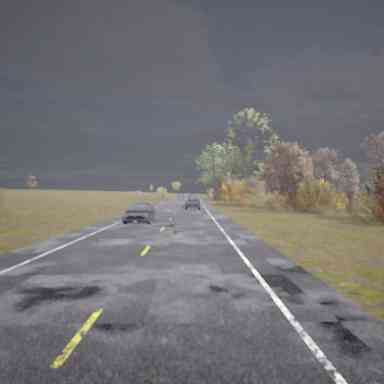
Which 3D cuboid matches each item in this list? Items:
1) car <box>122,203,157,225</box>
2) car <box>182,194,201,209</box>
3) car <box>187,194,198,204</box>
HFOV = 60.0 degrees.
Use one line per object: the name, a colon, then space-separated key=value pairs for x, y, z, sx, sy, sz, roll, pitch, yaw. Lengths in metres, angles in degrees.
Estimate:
car: x=-3.602 y=1.489 z=23.675 sx=2.033 sy=1.411 sz=5.357 roll=0 pitch=0 yaw=0
car: x=0.098 y=1.388 z=42.839 sx=2.128 sy=1.511 sz=4.902 roll=0 pitch=0 yaw=0
car: x=0.097 y=1.205 z=62.269 sx=2.097 sy=1.767 sz=4.553 roll=0 pitch=0 yaw=0
